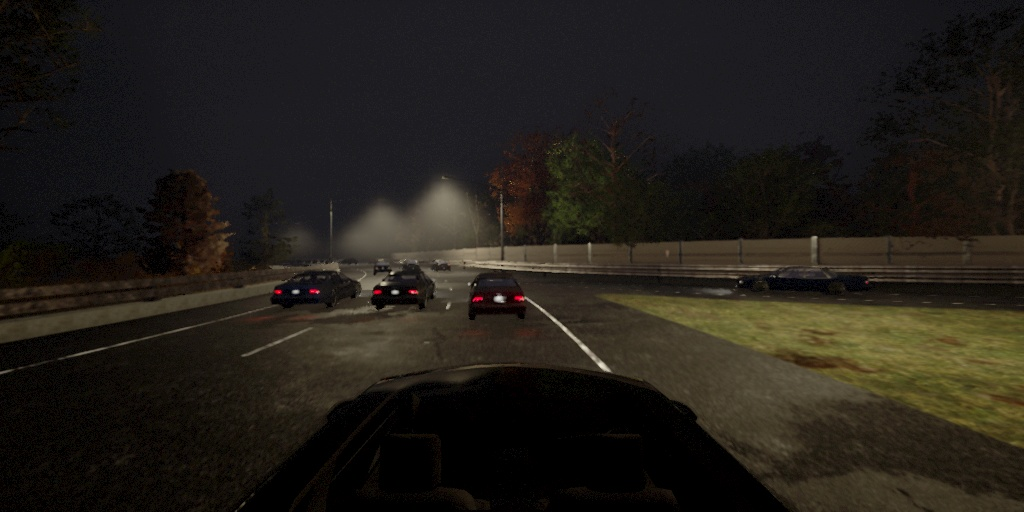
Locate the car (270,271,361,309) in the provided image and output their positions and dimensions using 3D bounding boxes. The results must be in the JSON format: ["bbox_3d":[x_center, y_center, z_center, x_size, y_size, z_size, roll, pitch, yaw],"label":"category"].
[{"bbox_3d":[-8.012,1.321,15.210,2.033,1.411,5.357,0,0,-8],"label":"car"}]

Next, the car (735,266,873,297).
[{"bbox_3d":[14.557,1.236,18.303,5.357,1.411,2.033,0,0,27],"label":"car"}]

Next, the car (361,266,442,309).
[{"bbox_3d":[-4.330,1.307,14.949,2.033,1.411,5.357,0,0,-6],"label":"car"}]

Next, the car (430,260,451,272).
[{"bbox_3d":[-9.047,1.254,45.195,2.128,1.511,4.902,0,0,-23],"label":"car"}]

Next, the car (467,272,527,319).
[{"bbox_3d":[-0.612,1.294,12.884,2.033,1.411,5.357,0,0,-5],"label":"car"}]

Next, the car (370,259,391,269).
[{"bbox_3d":[-14.685,1.333,40.601,2.033,1.411,5.357,0,0,-21],"label":"car"}]

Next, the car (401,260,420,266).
[{"bbox_3d":[-12.733,1.268,44.937,2.128,1.511,4.902,0,0,-23],"label":"car"}]
